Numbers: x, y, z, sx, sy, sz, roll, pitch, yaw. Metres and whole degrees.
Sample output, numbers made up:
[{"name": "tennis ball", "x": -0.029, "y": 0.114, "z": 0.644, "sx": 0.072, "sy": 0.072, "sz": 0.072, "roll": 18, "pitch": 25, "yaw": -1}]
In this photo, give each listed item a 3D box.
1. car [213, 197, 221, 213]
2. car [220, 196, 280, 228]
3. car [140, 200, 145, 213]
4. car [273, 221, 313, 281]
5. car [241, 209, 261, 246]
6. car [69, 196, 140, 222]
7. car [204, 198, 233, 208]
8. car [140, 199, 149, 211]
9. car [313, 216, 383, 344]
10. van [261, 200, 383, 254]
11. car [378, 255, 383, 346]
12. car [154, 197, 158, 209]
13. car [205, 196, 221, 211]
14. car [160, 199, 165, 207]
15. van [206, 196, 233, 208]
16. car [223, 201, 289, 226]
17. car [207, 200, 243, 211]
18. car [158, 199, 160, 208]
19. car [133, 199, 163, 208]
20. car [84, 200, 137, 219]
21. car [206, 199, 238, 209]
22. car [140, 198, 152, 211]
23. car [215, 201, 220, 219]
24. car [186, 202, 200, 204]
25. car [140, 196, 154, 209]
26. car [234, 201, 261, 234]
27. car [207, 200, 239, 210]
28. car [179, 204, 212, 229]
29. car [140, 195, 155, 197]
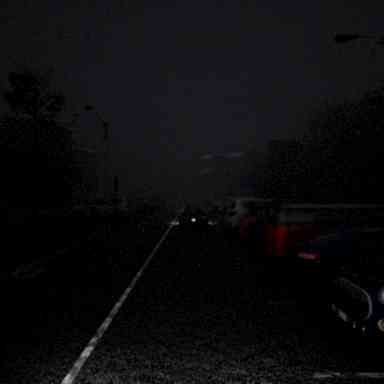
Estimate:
[{"name": "car", "x": 4.688, "y": 1.631, "z": 33.451, "sx": 4.553, "sy": 1.767, "sz": 2.185, "roll": 0, "pitch": 0, "yaw": 0}, {"name": "car", "x": 4.682, "y": 1.389, "z": 19.361, "sx": 5.566, "sy": 2.045, "sz": 2.435, "roll": 0, "pitch": 0, "yaw": 0}, {"name": "car", "x": -7.670, "y": 1.805, "z": 34.542, "sx": 4.674, "sy": 1.452, "sz": 2.002, "roll": 0, "pitch": 0, "yaw": 0}, {"name": "car", "x": 4.649, "y": 1.589, "z": 8.183, "sx": 4.674, "sy": 1.452, "sz": 2.002, "roll": 0, "pitch": 0, "yaw": 0}, {"name": "car", "x": 4.681, "y": 1.624, "z": 13.772, "sx": 4.792, "sy": 1.488, "sz": 2.163, "roll": 0, "pitch": 0, "yaw": 0}, {"name": "car", "x": -7.702, "y": 1.466, "z": 28.793, "sx": 5.566, "sy": 2.045, "sz": 2.435, "roll": 0, "pitch": 0, "yaw": 0}, {"name": "car", "x": 4.657, "y": 1.930, "z": 58.480, "sx": 4.892, "sy": 1.521, "sz": 2.231, "roll": 0, "pitch": 1, "yaw": 0}, {"name": "car", "x": -7.669, "y": 1.830, "z": 37.604, "sx": 4.674, "sy": 1.452, "sz": 2.002, "roll": 0, "pitch": 0, "yaw": 0}, {"name": "car", "x": 4.681, "y": 1.400, "z": 5.392, "sx": 4.553, "sy": 1.767, "sz": 2.185, "roll": 0, "pitch": 0, "yaw": 0}, {"name": "van", "x": 4.769, "y": 1.346, "z": 10.978, "sx": 4.442, "sy": 1.987, "sz": 1.878, "roll": 0, "pitch": 0, "yaw": 0}, {"name": "car", "x": 4.645, "y": 1.504, "z": 2.721, "sx": 5.008, "sy": 1.535, "sz": 2.097, "roll": 0, "pitch": 0, "yaw": 0}, {"name": "car", "x": -7.676, "y": 1.863, "z": 46.294, "sx": 4.892, "sy": 1.521, "sz": 2.231, "roll": 0, "pitch": 0, "yaw": 0}, {"name": "car", "x": 4.630, "y": 1.550, "z": 38.914, "sx": 5.566, "sy": 2.045, "sz": 2.435, "roll": 0, "pitch": 0, "yaw": 0}, {"name": "car", "x": -7.483, "y": 1.908, "z": 52.297, "sx": 5.366, "sy": 1.575, "sz": 1.946, "roll": 0, "pitch": 0, "yaw": 0}, {"name": "van", "x": 4.545, "y": 1.707, "z": 55.673, "sx": 4.442, "sy": 1.987, "sz": 1.878, "roll": 0, "pitch": 0, "yaw": 0}, {"name": "car", "x": 4.687, "y": 1.561, "z": 24.945, "sx": 4.553, "sy": 1.767, "sz": 2.185, "roll": 0, "pitch": 0, "yaw": 0}, {"name": "car", "x": 4.654, "y": 1.872, "z": 47.418, "sx": 4.892, "sy": 1.521, "sz": 2.231, "roll": 0, "pitch": 0, "yaw": 0}, {"name": "car", "x": -7.854, "y": 1.884, "z": 49.357, "sx": 5.366, "sy": 1.575, "sz": 1.946, "roll": 0, "pitch": 0, "yaw": 0}, {"name": "car", "x": -7.673, "y": 1.931, "z": 58.069, "sx": 5.008, "sy": 1.535, "sz": 2.097, "roll": 0, "pitch": 0, "yaw": 0}, {"name": "car", "x": -7.642, "y": 1.615, "z": 31.605, "sx": 4.553, "sy": 1.767, "sz": 2.185, "roll": 0, "pitch": 0, "yaw": 0}, {"name": "car", "x": 4.668, "y": 1.917, "z": 52.878, "sx": 4.892, "sy": 1.521, "sz": 2.231, "roll": 0, "pitch": 0, "yaw": 0}, {"name": "car", "x": -7.700, "y": 1.844, "z": 40.543, "sx": 4.792, "sy": 1.488, "sz": 2.163, "roll": 0, "pitch": 0, "yaw": 0}, {"name": "car", "x": 4.625, "y": 1.739, "z": 27.740, "sx": 4.792, "sy": 1.488, "sz": 2.163, "roll": 0, "pitch": 0, "yaw": 0}, {"name": "car", "x": 0.109, "y": 1.910, "z": 41.950, "sx": 1.994, "sy": 1.385, "sz": 4.181, "roll": 0, "pitch": 0, "yaw": 0}, {"name": "car", "x": -7.702, "y": 1.713, "z": 43.483, "sx": 4.553, "sy": 1.767, "sz": 2.185, "roll": 0, "pitch": 0, "yaw": 0}, {"name": "car", "x": 4.622, "y": 1.492, "z": 16.565, "sx": 4.553, "sy": 1.767, "sz": 2.185, "roll": 0, "pitch": 0, "yaw": 0}, {"name": "car", "x": 4.663, "y": 1.933, "z": 50.087, "sx": 4.674, "sy": 1.452, "sz": 2.002, "roll": 0, "pitch": 0, "yaw": 0}, {"name": "car", "x": 0.105, "y": 1.755, "z": 23.028, "sx": 1.994, "sy": 1.385, "sz": 4.181, "roll": 0, "pitch": 0, "yaw": 0}, {"name": "car", "x": -7.637, "y": 1.805, "z": 55.239, "sx": 4.553, "sy": 1.767, "sz": 2.185, "roll": 0, "pitch": 0, "yaw": 0}]
